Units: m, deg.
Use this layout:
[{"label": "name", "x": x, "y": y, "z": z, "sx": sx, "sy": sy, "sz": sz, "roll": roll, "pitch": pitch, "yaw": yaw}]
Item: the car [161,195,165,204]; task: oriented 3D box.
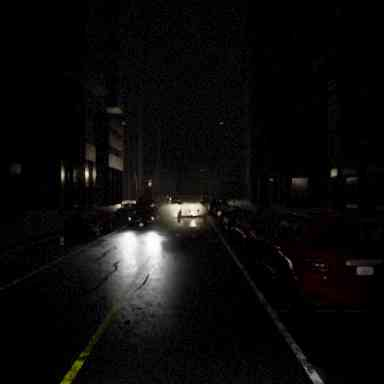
[{"label": "car", "x": -5.753, "y": 1.682, "z": 52.511, "sx": 1.967, "sy": 1.590, "sz": 4.097, "roll": 0, "pitch": 0, "yaw": 0}]

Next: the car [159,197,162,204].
[{"label": "car", "x": -5.754, "y": 1.781, "z": 46.908, "sx": 1.947, "sy": 1.339, "sz": 4.313, "roll": 0, "pitch": 0, "yaw": 0}]

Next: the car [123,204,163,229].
[{"label": "car", "x": -3.094, "y": 1.704, "z": 22.477, "sx": 1.895, "sy": 1.301, "sz": 4.718, "roll": 0, "pitch": 0, "yaw": 0}]

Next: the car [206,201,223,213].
[{"label": "car", "x": 2.770, "y": 1.771, "z": 41.308, "sx": 1.802, "sy": 1.307, "sz": 4.206, "roll": 0, "pitch": 0, "yaw": 0}]

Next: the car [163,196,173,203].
[{"label": "car", "x": -5.746, "y": 1.812, "z": 80.521, "sx": 1.967, "sy": 1.590, "sz": 4.097, "roll": 0, "pitch": 0, "yaw": 0}]

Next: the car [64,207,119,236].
[{"label": "car", "x": -5.760, "y": 1.632, "z": 18.898, "sx": 1.887, "sy": 1.381, "sz": 4.507, "roll": 0, "pitch": 0, "yaw": 0}]

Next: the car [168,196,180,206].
[{"label": "car", "x": -3.007, "y": 1.780, "z": 63.224, "sx": 1.837, "sy": 1.490, "sz": 4.892, "roll": 0, "pitch": 0, "yaw": 1}]

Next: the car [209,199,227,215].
[{"label": "car", "x": 2.768, "y": 1.664, "z": 30.274, "sx": 1.752, "sy": 1.417, "sz": 4.829, "roll": 0, "pitch": 0, "yaw": 0}]

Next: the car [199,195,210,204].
[{"label": "car", "x": 2.777, "y": 1.660, "z": 74.920, "sx": 2.192, "sy": 1.841, "sz": 5.009, "roll": 0, "pitch": 0, "yaw": 0}]

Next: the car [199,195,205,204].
[{"label": "car", "x": 2.774, "y": 1.707, "z": 58.113, "sx": 1.967, "sy": 1.590, "sz": 4.097, "roll": 0, "pitch": 0, "yaw": 0}]

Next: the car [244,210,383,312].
[{"label": "car", "x": 2.762, "y": 1.350, "z": 7.699, "sx": 2.192, "sy": 1.841, "sz": 5.009, "roll": 0, "pitch": 0, "yaw": 0}]

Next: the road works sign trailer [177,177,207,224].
[{"label": "road works sign trailer", "x": 0.007, "y": 0.585, "z": 26.308, "sx": 2.380, "sy": 3.560, "sz": 2.880, "roll": 0, "pitch": 0, "yaw": 0}]

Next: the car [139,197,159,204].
[{"label": "car", "x": -5.756, "y": 1.505, "z": 41.308, "sx": 2.192, "sy": 1.841, "sz": 5.009, "roll": 0, "pitch": 0, "yaw": 0}]

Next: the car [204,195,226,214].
[{"label": "car", "x": 2.768, "y": 1.478, "z": 35.708, "sx": 2.192, "sy": 1.841, "sz": 5.009, "roll": 0, "pitch": 0, "yaw": 0}]

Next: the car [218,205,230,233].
[{"label": "car", "x": 2.765, "y": 1.652, "z": 18.901, "sx": 1.947, "sy": 1.339, "sz": 4.313, "roll": 0, "pitch": 0, "yaw": 0}]

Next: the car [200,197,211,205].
[{"label": "car", "x": 2.776, "y": 1.759, "z": 69.316, "sx": 1.967, "sy": 1.590, "sz": 4.097, "roll": 0, "pitch": 0, "yaw": 0}]

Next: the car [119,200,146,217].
[{"label": "car", "x": -5.758, "y": 1.689, "z": 30.102, "sx": 2.008, "sy": 1.369, "sz": 4.403, "roll": 0, "pitch": 0, "yaw": 0}]

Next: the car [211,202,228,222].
[{"label": "car", "x": 2.766, "y": 1.663, "z": 24.503, "sx": 2.008, "sy": 1.369, "sz": 4.403, "roll": 0, "pitch": 0, "yaw": 0}]

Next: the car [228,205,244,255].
[{"label": "car", "x": 2.763, "y": 1.501, "z": 13.300, "sx": 1.967, "sy": 1.590, "sz": 4.097, "roll": 0, "pitch": 0, "yaw": 0}]

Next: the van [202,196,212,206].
[{"label": "van", "x": 2.775, "y": 1.634, "z": 63.716, "sx": 1.690, "sy": 1.788, "sz": 3.998, "roll": 0, "pitch": 0, "yaw": 0}]

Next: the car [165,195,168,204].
[{"label": "car", "x": -5.749, "y": 1.635, "z": 69.318, "sx": 2.192, "sy": 1.841, "sz": 5.009, "roll": 0, "pitch": 0, "yaw": 0}]

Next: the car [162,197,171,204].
[{"label": "car", "x": -5.747, "y": 1.871, "z": 74.749, "sx": 1.752, "sy": 1.417, "sz": 4.829, "roll": 0, "pitch": 0, "yaw": 0}]
